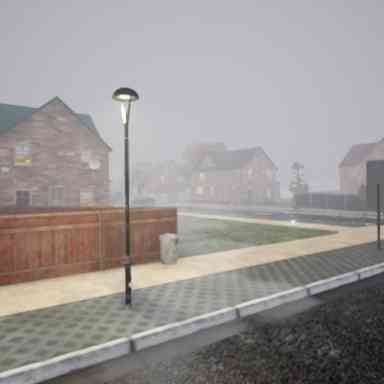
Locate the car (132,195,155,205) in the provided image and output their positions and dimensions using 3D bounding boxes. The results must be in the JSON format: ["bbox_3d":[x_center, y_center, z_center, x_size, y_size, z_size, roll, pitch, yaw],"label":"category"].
[{"bbox_3d":[-7.296,1.177,49.895,2.128,1.511,4.902,0,0,-36],"label":"car"}]

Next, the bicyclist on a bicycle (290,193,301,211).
[{"bbox_3d":[9.758,0.955,31.292,1.656,1.620,0.582,-1,0,-36],"label":"bicyclist on a bicycle"}]

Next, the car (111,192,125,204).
[{"bbox_3d":[-13.191,0.941,57.977,2.150,2.045,5.566,0,0,-36],"label":"car"}]
